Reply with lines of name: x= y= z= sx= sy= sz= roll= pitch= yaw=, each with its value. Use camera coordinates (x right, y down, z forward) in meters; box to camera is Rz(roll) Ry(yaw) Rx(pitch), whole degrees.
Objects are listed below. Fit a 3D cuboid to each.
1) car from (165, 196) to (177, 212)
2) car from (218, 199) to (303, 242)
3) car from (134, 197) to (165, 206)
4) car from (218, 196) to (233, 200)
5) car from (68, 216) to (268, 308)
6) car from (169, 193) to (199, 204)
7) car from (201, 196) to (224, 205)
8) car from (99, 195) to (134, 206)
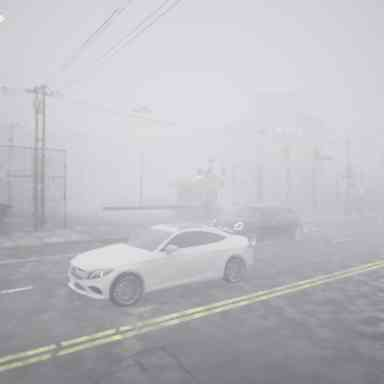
car: x=-0.057 y=1.228 z=35.548 sx=4.553 sy=1.767 sz=2.185 roll=0 pitch=0 yaw=-37
car: x=2.885 y=1.356 z=14.861 sx=4.553 sy=1.767 sz=2.097 roll=0 pitch=0 yaw=-36
car: x=-4.621 y=1.350 z=41.623 sx=4.193 sy=1.474 sz=1.816 roll=0 pitch=0 yaw=-37
car: x=6.580 y=1.416 z=54.706 sx=4.674 sy=1.452 sz=2.002 roll=0 pitch=0 yaw=-37
car: x=-0.510 y=1.516 z=8.030 sx=4.674 sy=1.442 sz=1.812 roll=0 pitch=0 yaw=-36
car: x=-1.584 y=1.173 z=65.457 sx=5.566 sy=2.045 sz=2.435 roll=0 pitch=0 yaw=-37
car: x=3.616 y=1.430 z=58.665 sx=3.806 sy=1.475 sz=1.970 roll=0 pitch=0 yaw=-37
car: x=-11.001 y=1.479 z=49.967 sx=4.718 sy=1.301 sz=1.895 roll=0 pitch=0 yaw=-37
